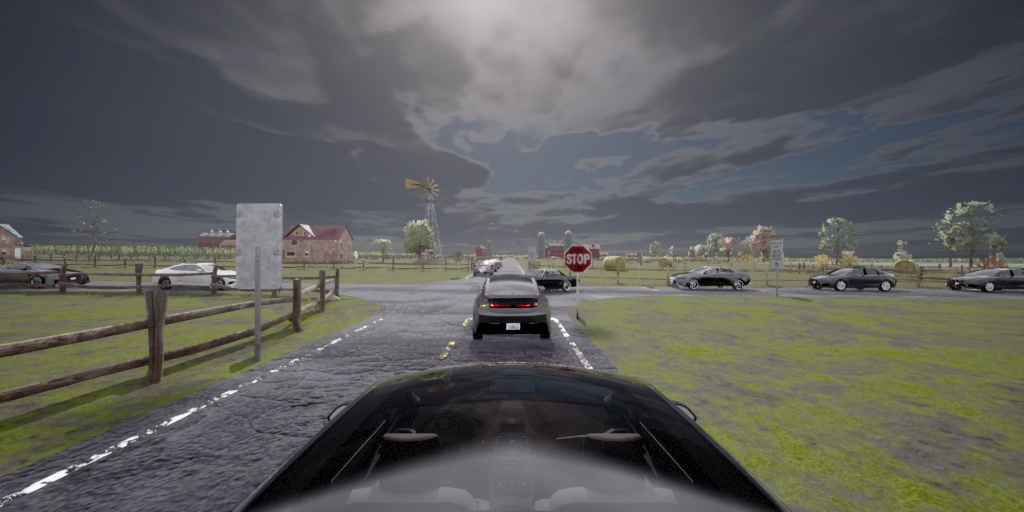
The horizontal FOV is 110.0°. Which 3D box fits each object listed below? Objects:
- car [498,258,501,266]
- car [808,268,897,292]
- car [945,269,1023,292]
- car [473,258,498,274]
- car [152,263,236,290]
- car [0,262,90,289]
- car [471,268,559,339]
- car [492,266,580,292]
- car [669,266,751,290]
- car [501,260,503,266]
[{"bbox_3d":[-2.854,1.241,46.187,2.128,1.511,4.902,0,0,0],"label":"car"},{"bbox_3d":[22.199,1.499,23.501,4.892,1.490,1.837,1,-1,-1],"label":"car"},{"bbox_3d":[31.702,1.587,23.622,4.892,1.490,1.837,1,-1,-1],"label":"car"},{"bbox_3d":[-2.861,1.243,36.741,2.128,1.511,4.902,0,0,0],"label":"car"},{"bbox_3d":[-17.244,1.103,20.010,4.674,1.442,1.812,1,-1,-1],"label":"car"},{"bbox_3d":[-26.364,1.048,19.888,4.181,1.385,1.994,1,-1,-1],"label":"car"},{"bbox_3d":[-0.074,1.256,10.054,1.837,1.490,4.892,0,0,-2],"label":"car"},{"bbox_3d":[1.499,1.369,20.100,4.718,1.301,1.895,1,0,-35],"label":"car"},{"bbox_3d":[12.797,1.397,23.329,4.902,1.511,2.128,1,-1,-2],"label":"car"},{"bbox_3d":[-2.823,1.240,55.729,2.128,1.511,4.902,0,0,0],"label":"car"}]
